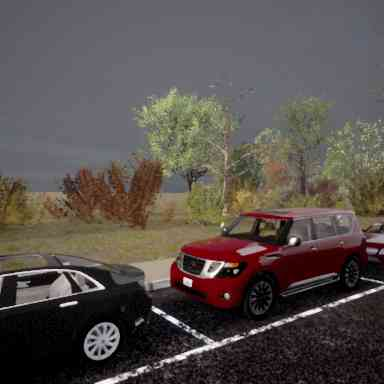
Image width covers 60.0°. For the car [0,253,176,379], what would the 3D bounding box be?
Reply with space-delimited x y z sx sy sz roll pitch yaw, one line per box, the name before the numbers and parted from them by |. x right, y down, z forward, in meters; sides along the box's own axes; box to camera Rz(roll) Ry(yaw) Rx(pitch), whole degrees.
car | -2.635 1.551 4.209 4.403 1.369 2.008 0 1 -35

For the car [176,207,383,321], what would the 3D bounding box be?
car | 1.971 1.316 7.487 5.009 1.841 2.192 0 1 -35
